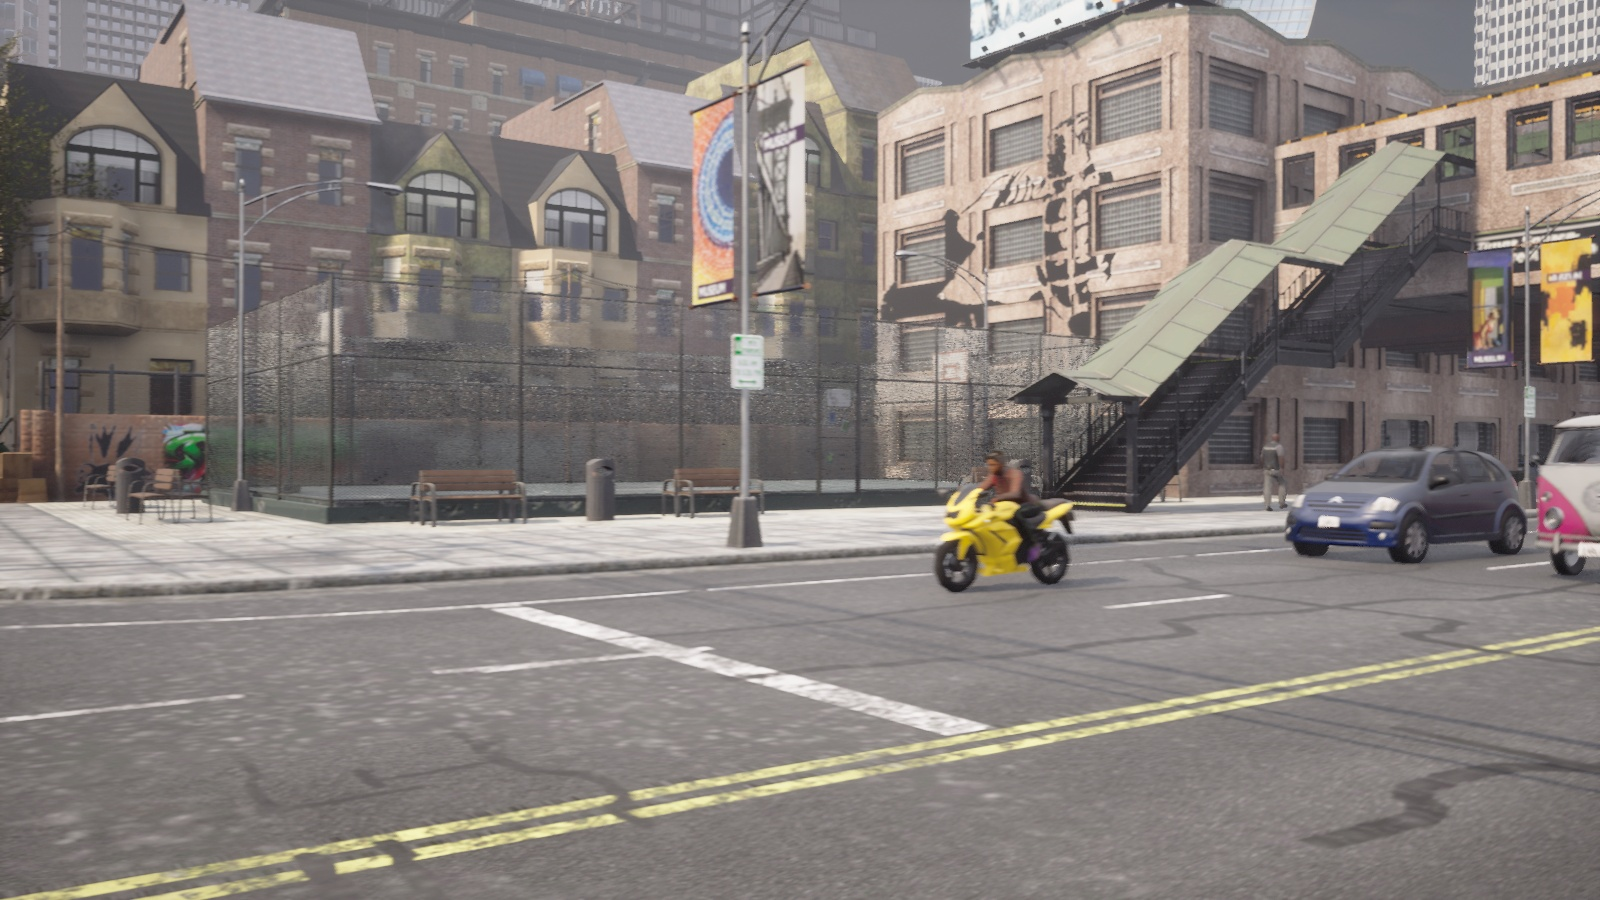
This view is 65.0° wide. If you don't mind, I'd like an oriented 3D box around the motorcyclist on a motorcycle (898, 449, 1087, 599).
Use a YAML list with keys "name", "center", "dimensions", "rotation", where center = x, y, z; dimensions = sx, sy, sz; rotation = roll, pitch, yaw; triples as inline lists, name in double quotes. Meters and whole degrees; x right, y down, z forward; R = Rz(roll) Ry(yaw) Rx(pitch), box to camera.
- name: "motorcyclist on a motorcycle"
  center: [2.113, 0.756, 13.665]
  dimensions: [2.044, 1.523, 0.797]
  rotation: [0, 0, -34]

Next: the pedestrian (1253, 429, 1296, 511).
- name: "pedestrian"
  center: [11.060, 0.450, 29.262]
  dimensions: [0.849, 1.883, 0.563]
  rotation: [0, 0, -35]

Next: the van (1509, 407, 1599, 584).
- name: "van"
  center: [10.762, 0.513, 15.469]
  dimensions: [4.442, 1.987, 1.775]
  rotation: [0, 0, -35]

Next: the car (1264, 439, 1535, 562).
- name: "car"
  center: [8.818, 0.670, 18.379]
  dimensions: [3.988, 1.617, 1.851]
  rotation: [0, 0, -35]
